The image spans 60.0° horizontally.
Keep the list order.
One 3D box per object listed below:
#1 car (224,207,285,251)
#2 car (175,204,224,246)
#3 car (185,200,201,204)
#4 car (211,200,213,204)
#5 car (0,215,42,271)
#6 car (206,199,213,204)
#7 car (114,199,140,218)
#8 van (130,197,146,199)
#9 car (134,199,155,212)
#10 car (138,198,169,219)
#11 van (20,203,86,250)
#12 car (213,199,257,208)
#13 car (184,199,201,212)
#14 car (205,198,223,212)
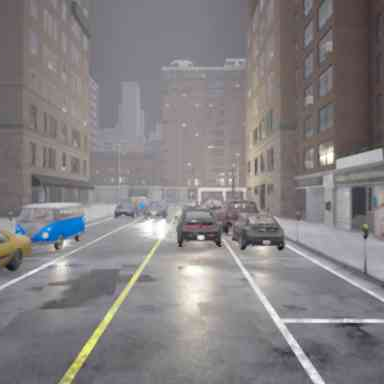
[{"bbox_3d":[2.677,1.569,14.088,2.008,1.369,4.403,1,0,0],"label":"car"},{"bbox_3d":[0.237,1.526,15.420,1.837,1.490,4.892,0,0,-3],"label":"car"},{"bbox_3d":[0.101,1.587,31.329,1.812,1.442,4.674,0,0,0],"label":"car"},{"bbox_3d":[2.677,1.569,25.223,1.752,1.417,4.829,1,0,0],"label":"car"},{"bbox_3d":[-5.847,1.535,8.439,1.752,1.417,4.829,1,0,0],"label":"car"},{"bbox_3d":[2.679,1.515,36.019,1.967,1.590,4.097,1,0,0],"label":"car"},{"bbox_3d":[-5.848,1.625,30.538,1.947,1.339,4.313,1,0,0],"label":"car"},{"bbox_3d":[-5.845,1.416,36.021,1.690,1.788,3.998,1,0,0],"label":"van"},{"bbox_3d":[-5.847,1.636,41.503,1.887,1.381,4.507,1,0,0],"label":"car"},{"bbox_3d":[-3.092,1.547,29.414,2.128,1.511,4.902,0,0,0],"label":"car"},{"bbox_3d":[-5.845,1.360,14.092,1.690,1.788,3.998,1,0,0],"label":"van"},{"bbox_3d":[2.680,1.345,19.571,2.192,1.841,5.009,1,0,0],"label":"car"},{"bbox_3d":[0.083,1.638,41.300,2.033,1.411,5.357,0,0,0],"label":"car"},{"bbox_3d":[2.679,1.531,41.502,1.967,1.590,4.097,1,0,0],"label":"car"}]
